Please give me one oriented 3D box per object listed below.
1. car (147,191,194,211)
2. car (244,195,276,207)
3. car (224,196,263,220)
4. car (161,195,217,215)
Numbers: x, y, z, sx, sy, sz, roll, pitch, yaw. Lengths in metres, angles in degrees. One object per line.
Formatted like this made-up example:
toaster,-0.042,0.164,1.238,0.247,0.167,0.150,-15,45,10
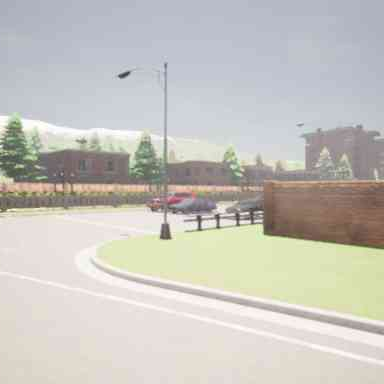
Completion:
car,-1.968,0.941,34.218,5.566,2.045,2.150,0,1,-44
car,9.216,1.170,44.997,4.892,1.490,1.837,-1,1,-44
car,4.457,1.309,25.833,4.892,1.490,1.837,-1,1,-44
car,0.076,1.296,31.333,5.357,1.411,2.033,0,1,-44
